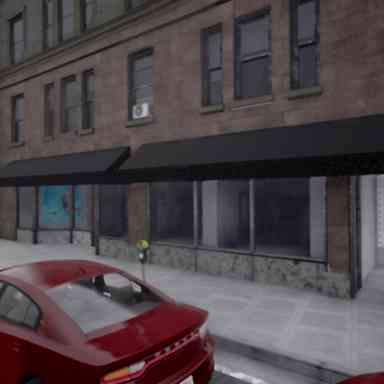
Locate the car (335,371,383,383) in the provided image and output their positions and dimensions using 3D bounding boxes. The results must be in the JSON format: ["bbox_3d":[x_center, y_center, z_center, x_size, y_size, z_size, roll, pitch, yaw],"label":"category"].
[{"bbox_3d":[2.594,1.543,1.002,4.507,1.381,1.887,0,0,36],"label":"car"}]

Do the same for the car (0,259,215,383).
[{"bbox_3d":[-1.870,1.548,4.200,4.507,1.381,1.887,0,0,36],"label":"car"}]
